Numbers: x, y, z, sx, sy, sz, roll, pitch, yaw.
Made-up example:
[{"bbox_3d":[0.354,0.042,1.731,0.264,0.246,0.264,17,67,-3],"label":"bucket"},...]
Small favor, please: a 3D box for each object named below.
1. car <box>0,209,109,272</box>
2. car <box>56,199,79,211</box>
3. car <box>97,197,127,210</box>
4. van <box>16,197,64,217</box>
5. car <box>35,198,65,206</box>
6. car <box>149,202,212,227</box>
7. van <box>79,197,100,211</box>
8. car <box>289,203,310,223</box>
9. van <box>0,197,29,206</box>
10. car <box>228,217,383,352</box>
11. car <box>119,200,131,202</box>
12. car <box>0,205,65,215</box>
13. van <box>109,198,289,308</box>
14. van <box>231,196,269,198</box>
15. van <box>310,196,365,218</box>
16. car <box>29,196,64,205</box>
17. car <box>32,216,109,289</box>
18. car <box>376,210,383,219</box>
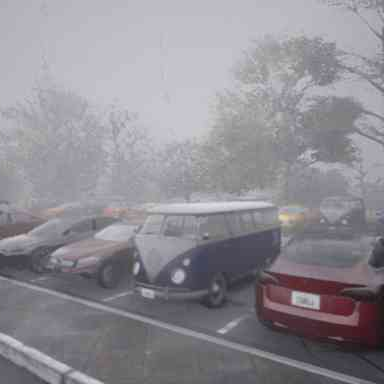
[{"bbox_3d":[-3.971,1.540,11.057,2.163,1.488,4.792,-1,0,36],"label":"car"},{"bbox_3d":[-9.723,1.663,31.282,2.231,1.521,4.892,-1,0,36],"label":"car"},{"bbox_3d":[-5.233,1.485,28.039,2.185,1.767,4.553,-1,0,36],"label":"car"},{"bbox_3d":[-16.508,1.539,36.288,1.878,1.987,4.442,-1,-1,36],"label":"van"},{"bbox_3d":[-12.078,1.686,32.747,1.946,1.575,5.366,-1,0,36],"label":"car"},{"bbox_3d":[-0.710,1.559,24.836,2.097,1.535,5.008,-1,0,36],"label":"car"},{"bbox_3d":[-7.400,1.410,29.772,1.878,1.987,4.442,-1,0,36],"label":"van"},{"bbox_3d":[5.946,1.479,19.855,1.946,1.575,5.366,-1,0,36],"label":"car"},{"bbox_3d":[-10.660,1.362,16.022,1.878,1.987,4.442,-1,0,36],"label":"van"},{"bbox_3d":[2.843,1.463,6.255,2.163,1.488,4.792,0,0,36],"label":"car"},{"bbox_3d":[-3.065,1.586,26.521,2.097,1.535,5.008,-1,0,36],"label":"car"},{"bbox_3d":[-8.465,1.562,14.315,2.097,1.535,5.008,-1,0,36],"label":"car"},{"bbox_3d":[0.493,1.233,7.757,1.878,1.987,4.442,-1,0,36],"label":"van"},{"bbox_3d":[3.866,1.282,21.714,1.878,1.987,4.442,-1,0,36],"label":"van"},{"bbox_3d":[8.235,1.230,18.301,1.878,1.987,4.442,-1,0,36],"label":"van"},{"bbox_3d":[-14.208,1.469,34.532,2.435,2.045,5.566,-1,-1,36],"label":"car"},{"bbox_3d":[-1.693,1.525,9.467,2.002,1.452,4.674,-1,0,36],"label":"car"},{"bbox_3d":[10.561,1.430,16.787,2.097,1.535,5.008,-1,0,36],"label":"car"}]
